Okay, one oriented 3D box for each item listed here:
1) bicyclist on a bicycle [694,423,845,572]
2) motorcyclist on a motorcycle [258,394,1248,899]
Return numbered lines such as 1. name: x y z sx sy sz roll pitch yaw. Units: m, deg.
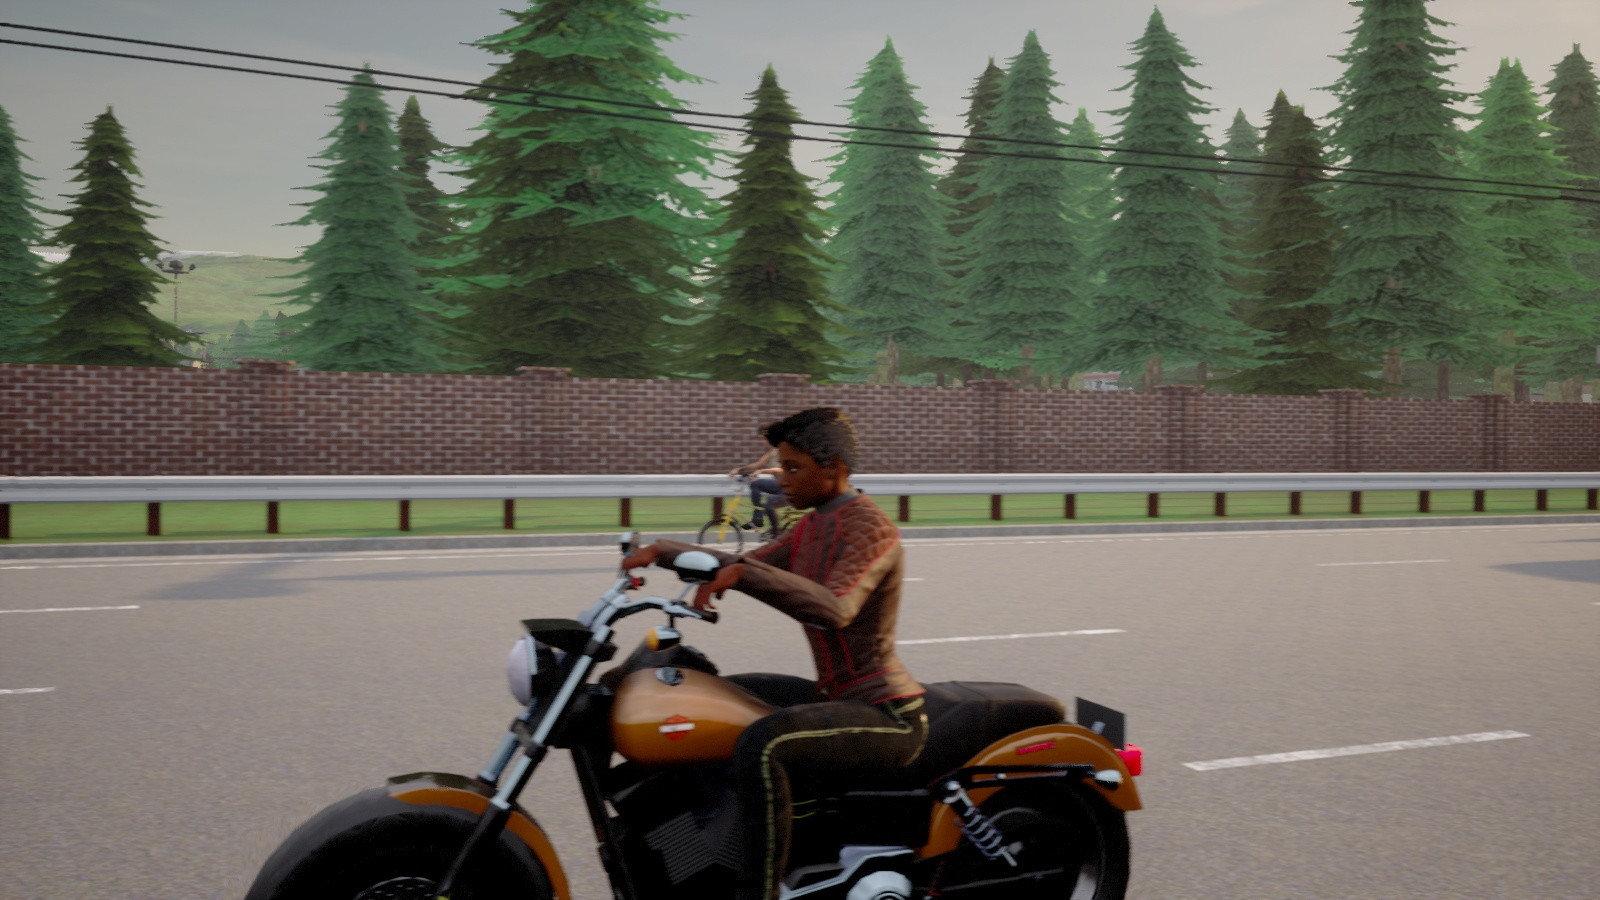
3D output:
1. bicyclist on a bicycle: -0.356 0.505 14.328 1.509 1.612 0.866 -1 1 -21
2. motorcyclist on a motorcycle: -0.072 0.697 3.211 2.350 1.649 0.766 -1 1 -21
